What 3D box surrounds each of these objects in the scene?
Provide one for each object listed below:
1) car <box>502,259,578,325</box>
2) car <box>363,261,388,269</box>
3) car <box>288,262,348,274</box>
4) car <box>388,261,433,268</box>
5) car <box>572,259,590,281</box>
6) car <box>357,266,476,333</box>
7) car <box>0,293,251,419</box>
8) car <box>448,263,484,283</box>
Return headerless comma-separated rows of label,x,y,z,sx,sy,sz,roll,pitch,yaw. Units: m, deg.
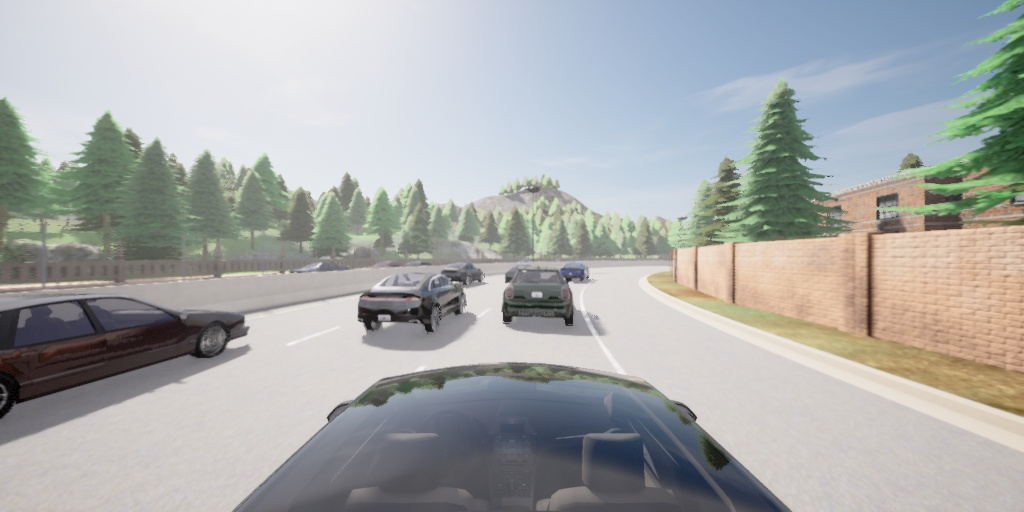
car,0.966,1.115,12.202,2.097,1.767,4.553,0,0,7
car,-11.993,1.198,34.238,1.882,1.535,5.008,0,0,19
car,-16.649,1.244,31.252,2.033,1.411,5.357,0,0,16
car,-8.807,1.239,32.780,1.837,1.490,4.892,0,0,19
car,5.424,1.276,30.609,1.882,1.535,5.008,0,0,19
car,-2.731,1.236,10.785,2.128,1.511,4.902,0,0,6
car,-6.735,1.269,5.320,2.033,1.411,5.357,0,0,3
car,-3.476,1.258,25.548,1.837,1.490,4.892,0,0,14
